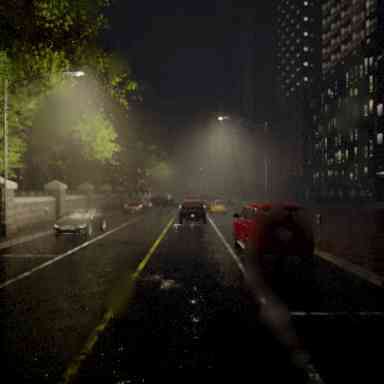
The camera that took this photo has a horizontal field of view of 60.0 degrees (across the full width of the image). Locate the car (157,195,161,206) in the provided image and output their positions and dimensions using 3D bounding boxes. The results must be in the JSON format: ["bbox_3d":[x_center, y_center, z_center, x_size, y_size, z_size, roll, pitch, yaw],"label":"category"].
[{"bbox_3d":[-5.796,1.516,51.232,1.802,1.307,4.206,0,0,0],"label":"car"}]

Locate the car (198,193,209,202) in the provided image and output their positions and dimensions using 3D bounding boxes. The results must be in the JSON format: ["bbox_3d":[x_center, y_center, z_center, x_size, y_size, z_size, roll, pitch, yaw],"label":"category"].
[{"bbox_3d":[2.539,1.243,73.778,2.192,1.841,5.009,0,0,0],"label":"car"}]

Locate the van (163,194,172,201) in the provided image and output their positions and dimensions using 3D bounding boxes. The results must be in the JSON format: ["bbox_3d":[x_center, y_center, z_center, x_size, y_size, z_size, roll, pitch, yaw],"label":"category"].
[{"bbox_3d":[-5.852,1.269,79.393,1.690,1.788,3.998,0,0,0],"label":"van"}]

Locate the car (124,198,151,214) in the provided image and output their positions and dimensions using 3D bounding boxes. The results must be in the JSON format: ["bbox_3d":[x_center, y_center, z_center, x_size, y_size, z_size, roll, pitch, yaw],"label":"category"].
[{"bbox_3d":[-5.761,1.386,34.336,1.967,1.590,4.097,0,0,0],"label":"car"}]

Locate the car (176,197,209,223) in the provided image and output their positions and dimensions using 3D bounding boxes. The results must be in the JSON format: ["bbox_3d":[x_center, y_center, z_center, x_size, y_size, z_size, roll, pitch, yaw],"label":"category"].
[{"bbox_3d":[0.043,1.437,24.999,1.882,1.535,5.008,0,0,0],"label":"car"}]

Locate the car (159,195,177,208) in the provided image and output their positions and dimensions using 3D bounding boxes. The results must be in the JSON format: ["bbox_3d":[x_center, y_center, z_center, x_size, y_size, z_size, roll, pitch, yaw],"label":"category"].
[{"bbox_3d":[-3.110,1.500,47.463,1.994,1.385,4.181,0,0,0],"label":"car"}]

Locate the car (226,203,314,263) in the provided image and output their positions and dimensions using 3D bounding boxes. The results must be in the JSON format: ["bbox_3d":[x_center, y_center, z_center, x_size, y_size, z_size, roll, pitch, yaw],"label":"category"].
[{"bbox_3d":[2.665,1.296,11.823,2.192,1.841,5.009,0,0,0],"label":"car"}]

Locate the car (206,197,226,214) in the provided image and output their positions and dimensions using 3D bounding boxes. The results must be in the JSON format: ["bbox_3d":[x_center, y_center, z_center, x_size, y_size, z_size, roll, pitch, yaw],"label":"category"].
[{"bbox_3d":[2.619,1.471,34.523,1.752,1.417,4.829,0,0,0],"label":"car"}]

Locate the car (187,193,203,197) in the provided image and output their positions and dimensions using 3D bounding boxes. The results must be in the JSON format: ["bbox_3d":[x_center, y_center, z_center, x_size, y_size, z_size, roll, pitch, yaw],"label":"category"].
[{"bbox_3d":[0.009,1.290,41.550,2.097,1.767,4.553,0,0,0],"label":"car"}]

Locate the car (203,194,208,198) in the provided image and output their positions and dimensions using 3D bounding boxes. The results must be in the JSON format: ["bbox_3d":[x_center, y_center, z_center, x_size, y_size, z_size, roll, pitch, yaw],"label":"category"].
[{"bbox_3d":[2.608,1.379,39.985,1.967,1.590,4.097,0,0,0],"label":"car"}]

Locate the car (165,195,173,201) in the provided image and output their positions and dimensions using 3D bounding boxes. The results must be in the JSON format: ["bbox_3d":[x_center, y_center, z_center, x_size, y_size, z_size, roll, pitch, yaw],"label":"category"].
[{"bbox_3d":[-5.863,1.474,85.025,1.887,1.381,4.507,0,0,0],"label":"car"}]

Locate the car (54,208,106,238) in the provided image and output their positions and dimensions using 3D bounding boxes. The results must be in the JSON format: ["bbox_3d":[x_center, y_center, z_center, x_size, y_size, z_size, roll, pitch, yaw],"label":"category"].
[{"bbox_3d":[-5.728,1.522,17.440,2.008,1.369,4.403,0,0,0],"label":"car"}]

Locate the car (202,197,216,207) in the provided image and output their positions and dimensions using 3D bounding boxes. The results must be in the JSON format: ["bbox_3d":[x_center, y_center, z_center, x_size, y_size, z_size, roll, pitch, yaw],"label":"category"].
[{"bbox_3d":[2.585,1.500,51.248,1.947,1.339,4.313,0,0,0],"label":"car"}]

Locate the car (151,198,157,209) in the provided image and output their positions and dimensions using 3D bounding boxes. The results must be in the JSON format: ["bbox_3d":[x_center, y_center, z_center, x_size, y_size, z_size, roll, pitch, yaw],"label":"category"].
[{"bbox_3d":[-5.772,1.490,39.967,2.008,1.369,4.403,0,0,0],"label":"car"}]

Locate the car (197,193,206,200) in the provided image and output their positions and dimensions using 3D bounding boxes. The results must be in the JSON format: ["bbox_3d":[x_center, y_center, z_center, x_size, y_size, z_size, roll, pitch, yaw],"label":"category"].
[{"bbox_3d":[2.504,1.247,90.675,2.192,1.841,5.009,0,0,0],"label":"car"}]

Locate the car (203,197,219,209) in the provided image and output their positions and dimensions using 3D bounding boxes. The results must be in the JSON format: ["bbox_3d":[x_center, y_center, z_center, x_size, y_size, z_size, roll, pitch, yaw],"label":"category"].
[{"bbox_3d":[2.596,1.481,45.616,1.887,1.381,4.507,0,0,0],"label":"car"}]
